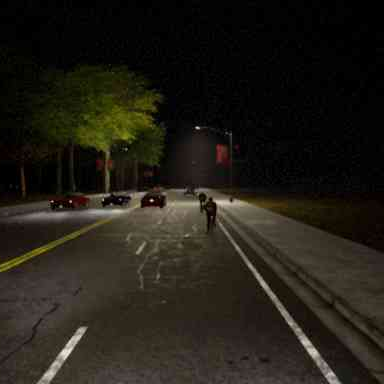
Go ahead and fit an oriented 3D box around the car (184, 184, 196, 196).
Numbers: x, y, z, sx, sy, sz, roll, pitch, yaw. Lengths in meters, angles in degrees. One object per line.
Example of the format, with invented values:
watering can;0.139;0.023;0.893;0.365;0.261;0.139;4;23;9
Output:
car;-0.383;-0.153;55.741;2.033;1.411;5.357;0;2;0

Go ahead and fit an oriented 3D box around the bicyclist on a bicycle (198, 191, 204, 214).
bicyclist on a bicycle;0.713;0.747;22.826;0.582;1.620;1.656;0;1;0

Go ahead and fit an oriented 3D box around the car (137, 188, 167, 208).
car;-3.385;0.647;29.826;1.994;1.385;4.181;0;2;0

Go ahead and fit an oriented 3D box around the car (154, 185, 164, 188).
car;-7.058;-0.684;70.864;1.882;1.535;5.008;0;2;0

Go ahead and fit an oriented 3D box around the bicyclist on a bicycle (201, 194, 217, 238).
bicyclist on a bicycle;0.785;1.026;13.705;0.582;1.620;1.656;0;1;0

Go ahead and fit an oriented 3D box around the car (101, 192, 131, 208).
car;-6.836;0.670;30.359;1.895;1.301;4.718;0;2;0

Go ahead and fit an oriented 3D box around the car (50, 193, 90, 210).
car;-10.067;0.751;27.744;1.895;1.301;4.718;0;2;0

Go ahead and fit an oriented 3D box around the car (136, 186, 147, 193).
car;-10.292;-0.533;68.828;1.994;1.385;4.181;0;2;0
